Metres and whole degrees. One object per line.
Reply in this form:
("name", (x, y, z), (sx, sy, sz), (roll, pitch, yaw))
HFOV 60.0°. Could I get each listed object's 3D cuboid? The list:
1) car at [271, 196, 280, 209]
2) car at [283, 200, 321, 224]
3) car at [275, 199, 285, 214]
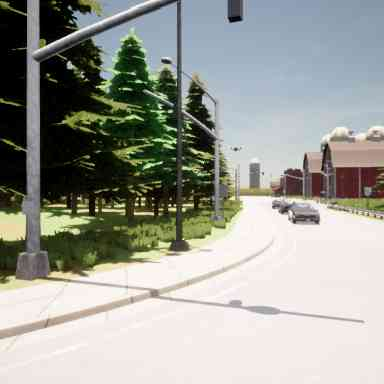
("car", (11.798, 1.564, 44.704), (1.994, 1.385, 4.181), (0, 0, 9))
("car", (8.387, 1.547, 25.287), (2.033, 1.411, 5.357), (0, 0, 11))
("car", (10.122, 1.601, 34.781), (1.895, 1.301, 4.718), (0, 0, 10))
